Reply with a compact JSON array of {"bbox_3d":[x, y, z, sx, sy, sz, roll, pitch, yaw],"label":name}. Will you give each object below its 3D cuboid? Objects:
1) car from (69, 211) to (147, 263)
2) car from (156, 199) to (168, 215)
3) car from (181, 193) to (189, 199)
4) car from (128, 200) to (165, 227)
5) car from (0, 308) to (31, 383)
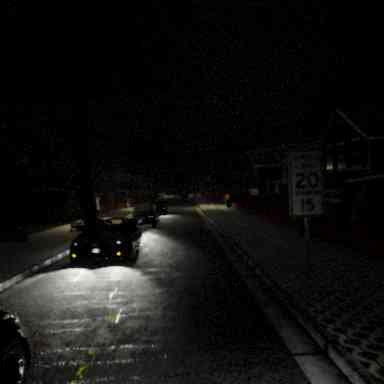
[{"bbox_3d":[-3.079,1.671,12.535,1.994,1.385,4.181,-2,0,-1],"label":"car"},{"bbox_3d":[-3.502,1.554,34.802,1.837,1.490,4.892,-2,1,-1],"label":"car"},{"bbox_3d":[-1.844,1.095,86.512,1.837,1.490,4.892,-2,1,-1],"label":"car"},{"bbox_3d":[-3.312,1.582,23.425,2.128,1.511,4.902,-2,0,-1],"label":"car"},{"bbox_3d":[-2.853,1.676,2.176,1.994,1.385,4.181,-2,0,-1],"label":"car"}]
